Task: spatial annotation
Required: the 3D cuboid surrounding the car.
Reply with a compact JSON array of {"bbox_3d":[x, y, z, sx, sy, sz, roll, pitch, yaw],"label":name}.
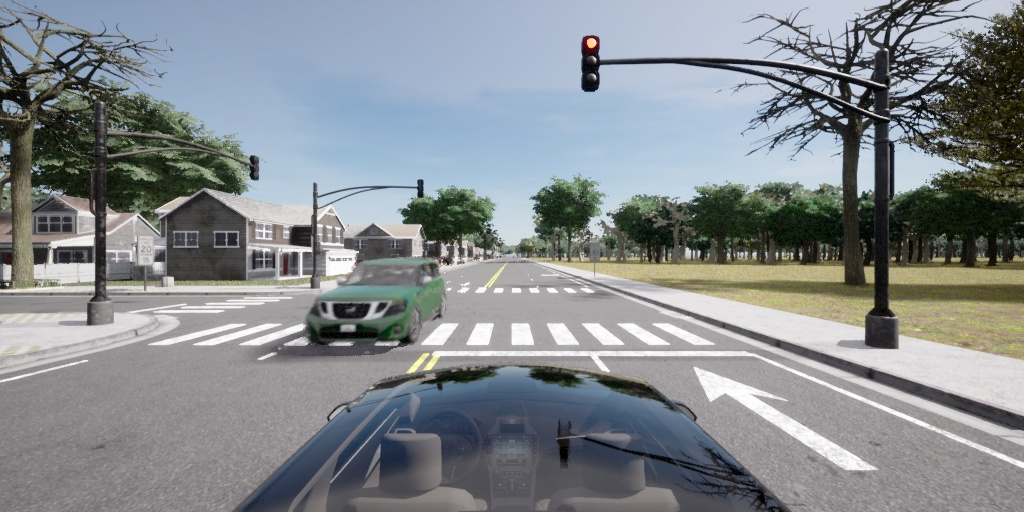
[{"bbox_3d":[-3.240,1.080,9.860,2.150,2.045,5.566,0,0,0],"label":"car"}]
